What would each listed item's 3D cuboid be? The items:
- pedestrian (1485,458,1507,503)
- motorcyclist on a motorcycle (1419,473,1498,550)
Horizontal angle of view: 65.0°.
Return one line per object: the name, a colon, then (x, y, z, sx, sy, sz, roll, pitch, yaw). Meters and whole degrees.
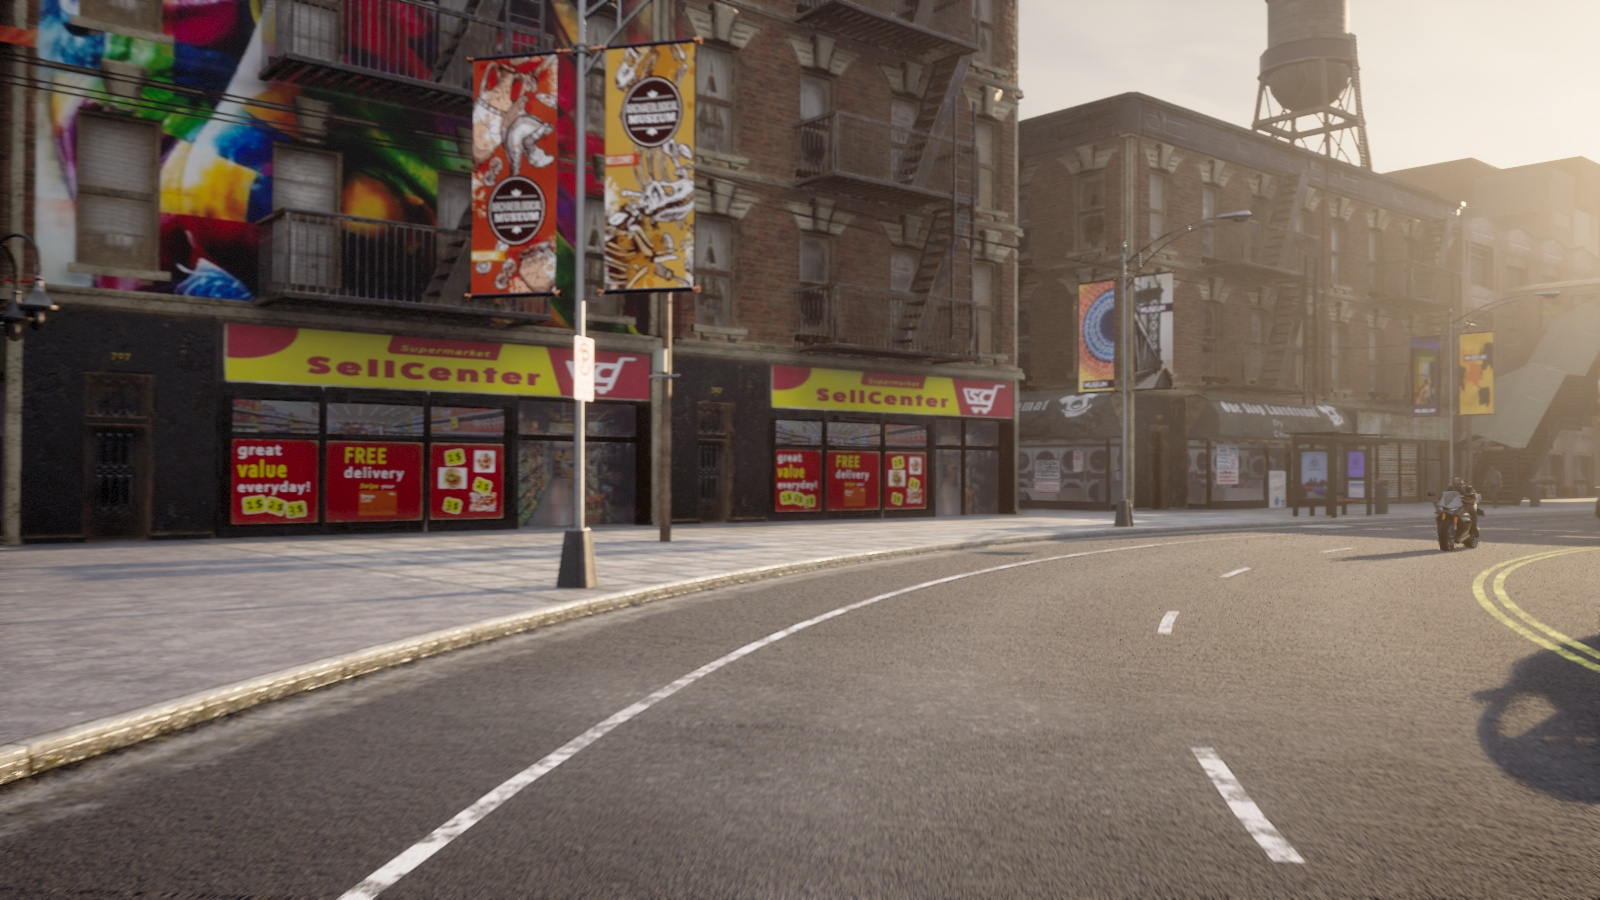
pedestrian: (28.538, 1.248, 51.507, 0.694, 1.848, 0.540, 1, -1, -39)
motorcyclist on a motorcycle: (13.661, 1.244, 26.025, 0.866, 1.530, 2.191, -1, -1, 44)
